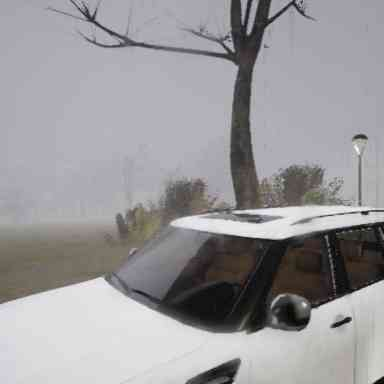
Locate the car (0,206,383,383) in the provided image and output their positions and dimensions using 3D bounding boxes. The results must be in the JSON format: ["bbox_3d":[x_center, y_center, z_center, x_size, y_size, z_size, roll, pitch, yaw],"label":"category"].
[{"bbox_3d":[0.640,1.220,3.499,5.566,2.045,2.150,0,0,-36],"label":"car"}]
